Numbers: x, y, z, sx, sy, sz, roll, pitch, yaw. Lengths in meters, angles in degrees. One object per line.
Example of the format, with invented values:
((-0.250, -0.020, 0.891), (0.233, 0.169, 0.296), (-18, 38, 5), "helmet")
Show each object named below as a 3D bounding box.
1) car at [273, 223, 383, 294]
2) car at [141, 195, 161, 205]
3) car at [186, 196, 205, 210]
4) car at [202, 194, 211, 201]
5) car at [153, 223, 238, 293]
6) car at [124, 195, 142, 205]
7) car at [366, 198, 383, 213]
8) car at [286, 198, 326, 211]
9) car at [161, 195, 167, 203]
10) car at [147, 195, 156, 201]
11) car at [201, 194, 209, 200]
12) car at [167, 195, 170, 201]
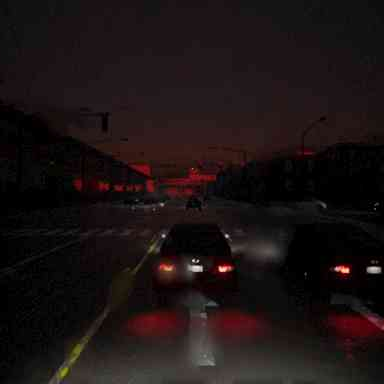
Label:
((3.581, 1.545, 8.892), (2.033, 1.411, 5.357), (0, 0, 2), "car")
((-6.935, 1.583, 57.051), (1.895, 1.301, 4.718), (0, 0, 0), "car")
((0.204, 1.533, 42.942), (2.033, 1.411, 5.357), (0, 0, 0), "car")
((3.701, 1.492, 84.657), (2.128, 1.511, 4.902), (0, 0, 0), "car")
((0.090, 1.545, 9.000), (2.033, 1.411, 5.357), (0, 0, 0), "car")
((-10.434, 1.459, 57.264), (1.882, 1.535, 5.008), (0, 0, 0), "car")
((21.660, 1.340, 36.413), (4.553, 1.767, 2.097), (0, 0, 0), "car")
((13.738, 1.513, 40.129), (4.674, 1.442, 1.812), (0, 0, 3), "car")
((-6.833, 1.573, 70.017), (1.895, 1.301, 4.718), (0, 0, 0), "car")
((-10.298, 1.445, 84.762), (1.882, 1.535, 5.008), (0, 0, 0), "car")
((3.726, 1.445, 94.819), (2.128, 1.511, 4.902), (0, 0, 0), "car")
((-6.797, 1.446, 85.138), (1.882, 1.535, 5.008), (0, 0, 0), "car")
